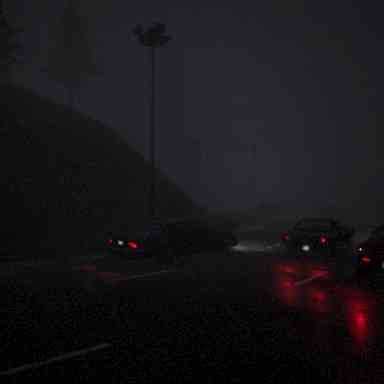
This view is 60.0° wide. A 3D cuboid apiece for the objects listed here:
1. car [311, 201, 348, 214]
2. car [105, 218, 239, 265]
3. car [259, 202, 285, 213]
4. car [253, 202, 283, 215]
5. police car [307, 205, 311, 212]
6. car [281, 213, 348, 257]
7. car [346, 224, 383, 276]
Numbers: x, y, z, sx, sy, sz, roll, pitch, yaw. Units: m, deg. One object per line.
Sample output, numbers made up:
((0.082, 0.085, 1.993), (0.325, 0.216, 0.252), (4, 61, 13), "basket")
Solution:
((16.084, 1.974, 38.442), (1.882, 1.535, 5.008), (1, -1, -3), "car")
((-0.523, 1.704, 12.418), (5.357, 1.411, 2.033), (1, -1, -45), "car")
((11.386, 2.130, 47.491), (1.812, 1.442, 4.674), (1, -1, -12), "car")
((9.384, 2.073, 41.354), (2.033, 1.411, 5.357), (0, -1, -11), "car")
((18.433, 2.039, 47.711), (1.930, 1.638, 5.238), (0, -1, -11), "police car")
((5.487, 1.783, 14.028), (1.895, 1.301, 4.718), (0, -1, 36), "car")
((6.318, 1.657, 9.886), (1.812, 1.442, 4.674), (0, -1, 41), "car")
